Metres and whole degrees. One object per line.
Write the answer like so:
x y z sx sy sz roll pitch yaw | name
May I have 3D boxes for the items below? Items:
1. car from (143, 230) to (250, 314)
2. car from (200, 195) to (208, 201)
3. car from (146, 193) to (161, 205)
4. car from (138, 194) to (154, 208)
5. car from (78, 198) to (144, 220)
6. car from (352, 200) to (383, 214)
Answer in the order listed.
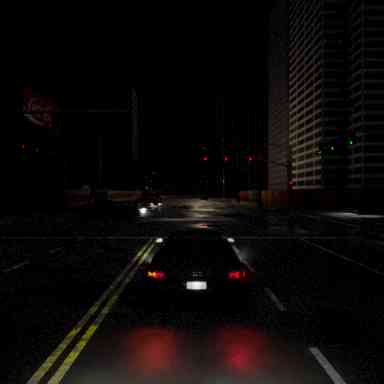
0.076 1.564 7.685 1.994 1.385 4.181 0 0 0 | car
3.268 1.525 87.523 2.128 1.511 4.902 0 0 0 | car
-7.229 1.221 58.018 2.150 2.045 5.566 0 0 0 | car
-7.214 1.491 48.065 2.128 1.511 4.902 0 0 0 | car
-6.703 1.491 27.061 4.902 1.511 2.128 0 0 0 | car
19.626 1.547 34.471 5.357 1.411 2.033 0 0 0 | car
